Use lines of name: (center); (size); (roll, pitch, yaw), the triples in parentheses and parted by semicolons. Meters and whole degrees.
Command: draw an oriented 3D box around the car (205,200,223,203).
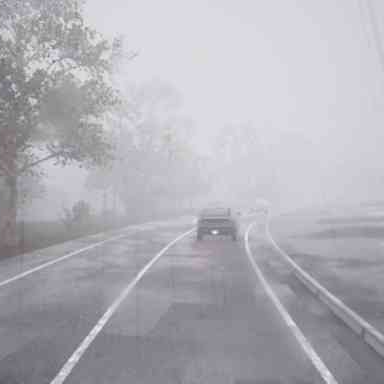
car: (1.916, 1.568, 30.789); (1.837, 1.490, 4.892); (-3, -1, 23)

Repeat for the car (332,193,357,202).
car: (28.206, 0.994, 61.426); (5.357, 1.411, 2.033); (-2, -3, -32)

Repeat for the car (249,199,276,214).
car: (7.186, 1.431, 34.058); (1.812, 1.442, 4.674); (-3, -1, 27)

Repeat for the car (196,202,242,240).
car: (1.419, 1.491, 16.923); (1.837, 1.490, 4.892); (-1, 0, 10)
